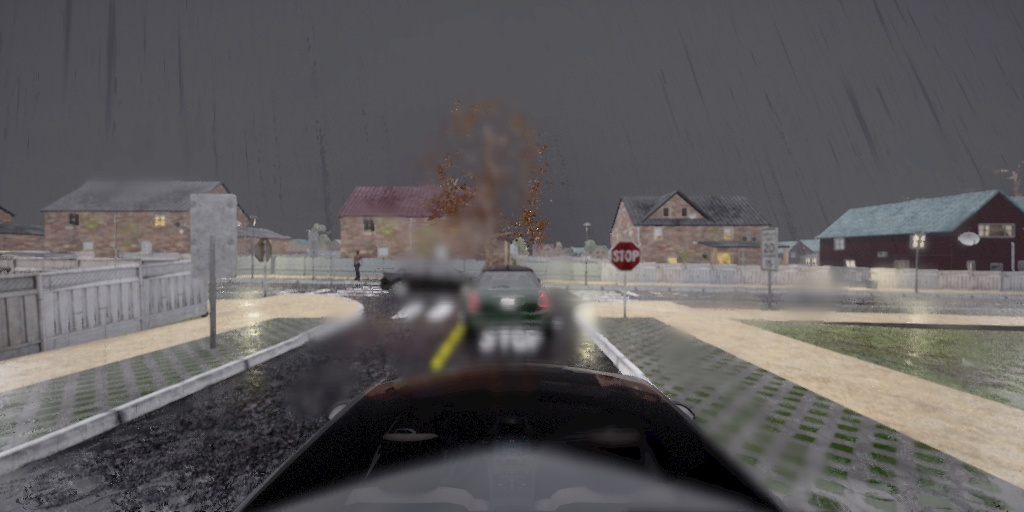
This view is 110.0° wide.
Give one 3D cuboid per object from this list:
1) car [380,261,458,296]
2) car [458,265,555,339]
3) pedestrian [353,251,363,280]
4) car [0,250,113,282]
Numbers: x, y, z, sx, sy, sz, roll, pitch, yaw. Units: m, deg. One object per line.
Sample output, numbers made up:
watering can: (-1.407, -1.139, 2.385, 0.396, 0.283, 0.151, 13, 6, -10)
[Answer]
car: (-3.448, 1.036, 16.516, 5.008, 1.535, 1.882, 1, 0, 0)
car: (-0.196, 1.012, 9.974, 2.097, 1.767, 4.553, 0, 1, -4)
pedestrian: (-9.649, 0.545, 22.359, 0.375, 1.860, 0.375, 0, -1, 0)
car: (-21.033, 0.567, 16.456, 4.553, 1.767, 2.097, 1, 0, 0)
